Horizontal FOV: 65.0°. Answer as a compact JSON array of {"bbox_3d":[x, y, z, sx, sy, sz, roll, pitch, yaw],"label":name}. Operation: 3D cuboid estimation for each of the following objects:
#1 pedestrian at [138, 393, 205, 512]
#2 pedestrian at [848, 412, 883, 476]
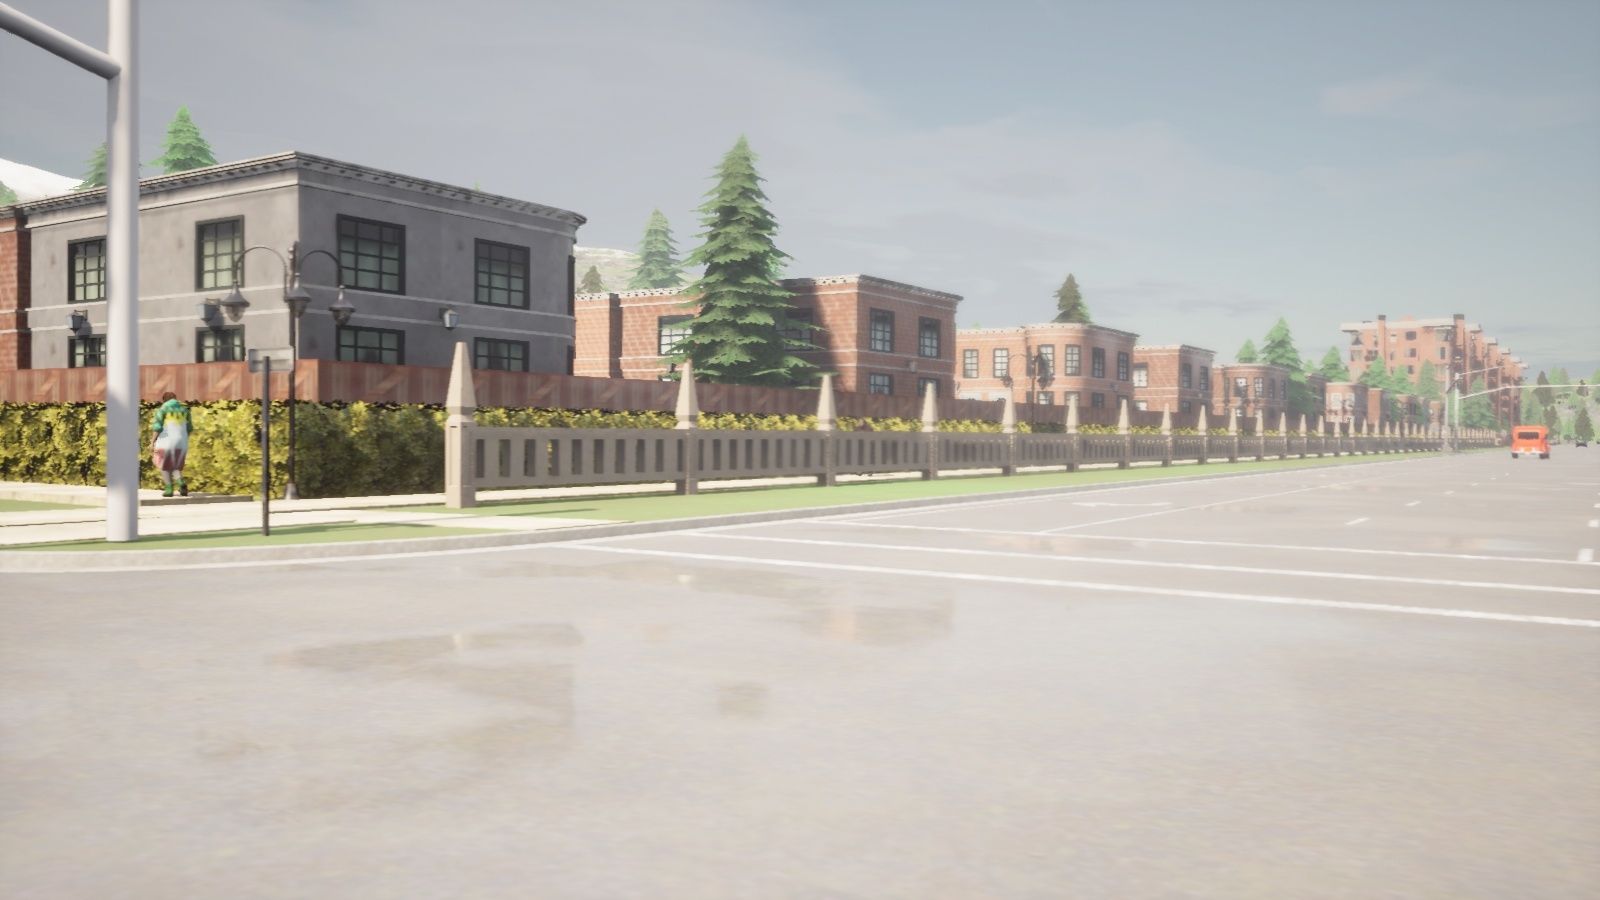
[{"bbox_3d":[-10.632,0.038,21.260,0.873,1.952,0.659,0,1,36],"label":"pedestrian"},{"bbox_3d":[1.917,-0.179,36.784,0.634,1.844,0.899,0,1,36],"label":"pedestrian"}]
